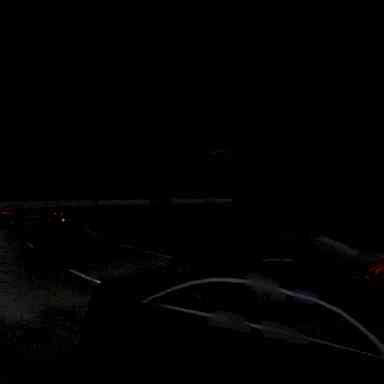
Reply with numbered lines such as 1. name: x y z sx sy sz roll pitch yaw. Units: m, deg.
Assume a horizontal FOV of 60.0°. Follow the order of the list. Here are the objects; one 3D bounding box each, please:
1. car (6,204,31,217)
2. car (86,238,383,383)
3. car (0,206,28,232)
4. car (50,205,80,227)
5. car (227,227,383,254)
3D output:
1. car: -17.963 1.937 33.643 1.994 1.385 4.181 0 0 -4
2. car: 0.731 1.526 3.788 4.902 1.511 2.128 -1 -1 39
3. car: -12.091 1.842 21.552 1.895 1.301 4.718 0 -1 -21
4. car: -9.632 1.760 25.300 2.128 1.511 4.902 0 -1 -18
5. car: 1.643 1.545 7.544 5.008 1.535 1.882 -1 0 40
